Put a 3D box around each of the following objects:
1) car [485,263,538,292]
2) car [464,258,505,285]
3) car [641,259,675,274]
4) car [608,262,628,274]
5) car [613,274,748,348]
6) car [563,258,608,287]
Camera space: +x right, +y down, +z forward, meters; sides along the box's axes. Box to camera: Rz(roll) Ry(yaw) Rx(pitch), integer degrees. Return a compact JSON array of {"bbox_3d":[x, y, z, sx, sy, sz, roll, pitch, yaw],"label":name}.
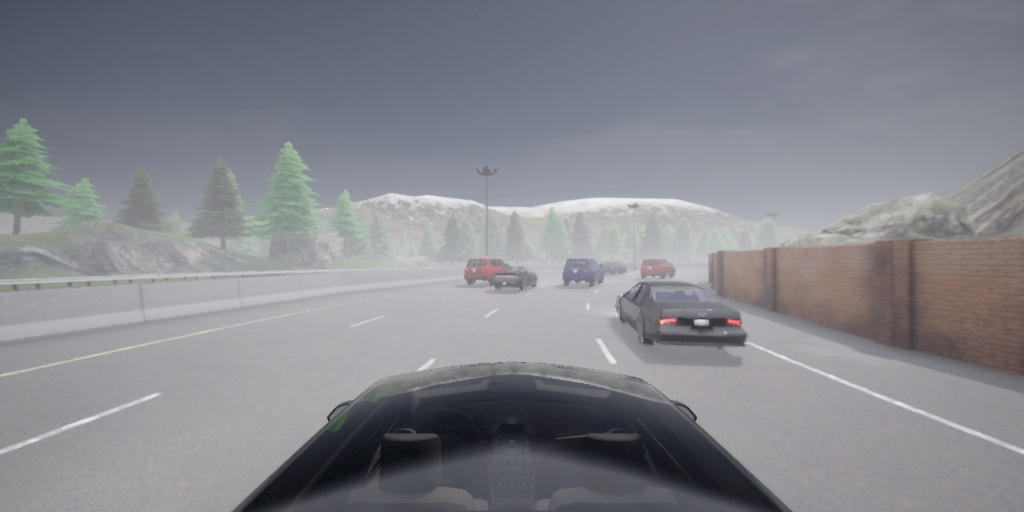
[{"bbox_3d":[0.348,1.431,23.358,2.128,1.511,4.902,0,-1,19],"label":"car"},{"bbox_3d":[-1.662,1.200,28.355,2.150,2.045,5.566,-1,-1,23],"label":"car"},{"bbox_3d":[14.740,1.287,36.128,2.150,2.045,5.566,-1,-1,37],"label":"car"},{"bbox_3d":[12.701,1.490,44.740,2.097,1.767,4.553,0,-1,40],"label":"car"},{"bbox_3d":[4.050,1.370,9.521,2.033,1.411,5.357,0,0,7],"label":"car"},{"bbox_3d":[5.548,1.199,27.409,2.150,2.045,5.566,-1,-1,25],"label":"car"}]
